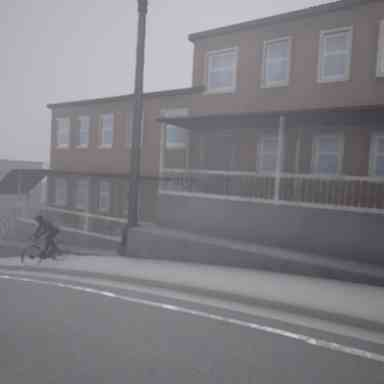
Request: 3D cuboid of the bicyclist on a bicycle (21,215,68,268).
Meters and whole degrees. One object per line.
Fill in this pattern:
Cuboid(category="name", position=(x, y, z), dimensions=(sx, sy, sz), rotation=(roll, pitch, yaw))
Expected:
Cuboid(category="bicyclist on a bicycle", position=(-4.800, 1.571, 10.890), dimensions=(0.582, 1.620, 1.656), rotation=(-5, -1, 35))
